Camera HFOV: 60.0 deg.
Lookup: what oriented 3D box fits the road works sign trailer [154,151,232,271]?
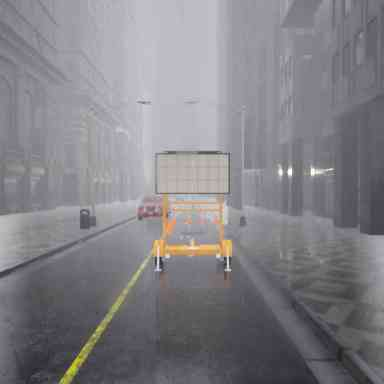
[{"bbox_3d":[0.024,0.467,10.883,2.380,3.560,2.880,0,0,0],"label":"road works sign trailer"}]

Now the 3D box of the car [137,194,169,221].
[{"bbox_3d":[-3.074,1.242,27.510,2.150,2.045,5.566,0,0,0],"label":"car"}]

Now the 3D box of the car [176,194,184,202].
[{"bbox_3d":[-2.918,1.611,80.034,2.033,1.411,5.357,0,0,0],"label":"car"}]
